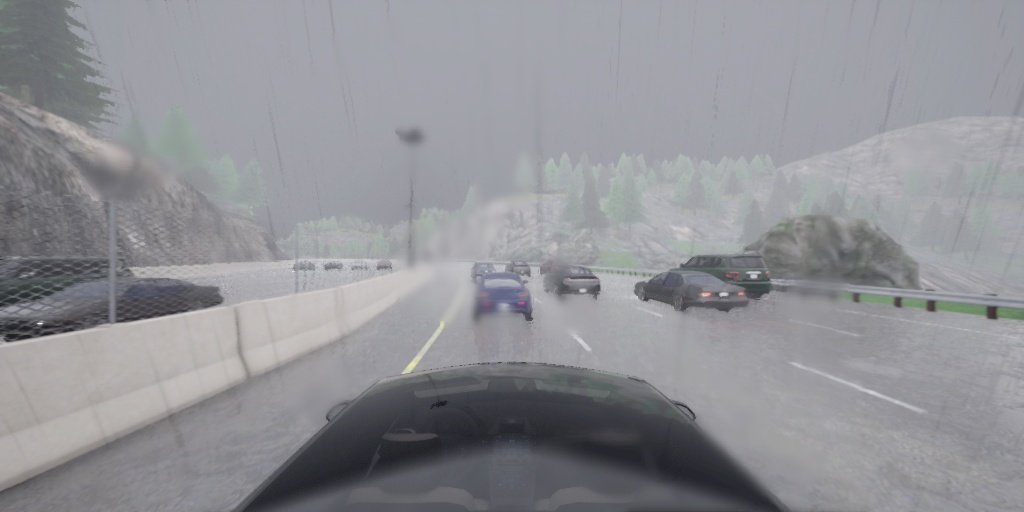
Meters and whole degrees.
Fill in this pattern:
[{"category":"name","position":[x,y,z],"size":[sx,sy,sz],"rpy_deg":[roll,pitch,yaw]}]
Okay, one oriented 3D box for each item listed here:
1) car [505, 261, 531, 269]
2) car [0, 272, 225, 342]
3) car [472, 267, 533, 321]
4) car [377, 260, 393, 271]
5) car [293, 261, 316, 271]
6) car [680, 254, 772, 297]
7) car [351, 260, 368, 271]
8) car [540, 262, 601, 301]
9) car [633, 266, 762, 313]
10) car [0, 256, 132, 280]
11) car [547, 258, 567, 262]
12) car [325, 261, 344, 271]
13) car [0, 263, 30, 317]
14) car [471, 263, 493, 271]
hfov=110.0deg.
[{"category":"car","position":[0.512,1.232,34.265],"size":[2.128,1.511,4.902],"rpy_deg":[0,0,-10]},{"category":"car","position":[-10.883,1.321,10.148],"size":[2.033,1.411,5.357],"rpy_deg":[0,0,-3]},{"category":"car","position":[-0.362,1.274,12.399],"size":[1.812,1.442,4.674],"rpy_deg":[0,0,-4]},{"category":"car","position":[-18.018,1.258,50.985],"size":[1.882,1.535,5.008],"rpy_deg":[0,0,-16]},{"category":"car","position":[-28.486,1.369,49.333],"size":[1.994,1.385,4.181],"rpy_deg":[0,0,-17]},{"category":"car","position":[9.813,0.944,17.536],"size":[2.150,2.045,5.566],"rpy_deg":[0,0,-5]},{"category":"car","position":[-21.834,1.315,51.547],"size":[1.812,1.442,4.674],"rpy_deg":[0,0,-17]},{"category":"car","position":[2.791,1.231,17.295],"size":[2.128,1.511,4.902],"rpy_deg":[0,0,-5]},{"category":"car","position":[6.593,1.279,13.909],"size":[2.033,1.411,5.357],"rpy_deg":[0,0,-4]},{"category":"car","position":[-14.427,1.004,10.566],"size":[2.150,2.045,5.566],"rpy_deg":[0,0,-3]},{"category":"car","position":[4.088,1.084,34.081],"size":[2.097,1.767,4.553],"rpy_deg":[0,0,-10]},{"category":"car","position":[-25.396,1.399,51.272],"size":[1.895,1.301,4.718],"rpy_deg":[0,0,-17]},{"category":"car","position":[-17.946,1.143,10.340],"size":[2.097,1.767,4.553],"rpy_deg":[0,0,-4]},{"category":"car","position":[-2.459,1.296,31.140],"size":[2.033,1.411,5.357],"rpy_deg":[0,0,-10]}]
